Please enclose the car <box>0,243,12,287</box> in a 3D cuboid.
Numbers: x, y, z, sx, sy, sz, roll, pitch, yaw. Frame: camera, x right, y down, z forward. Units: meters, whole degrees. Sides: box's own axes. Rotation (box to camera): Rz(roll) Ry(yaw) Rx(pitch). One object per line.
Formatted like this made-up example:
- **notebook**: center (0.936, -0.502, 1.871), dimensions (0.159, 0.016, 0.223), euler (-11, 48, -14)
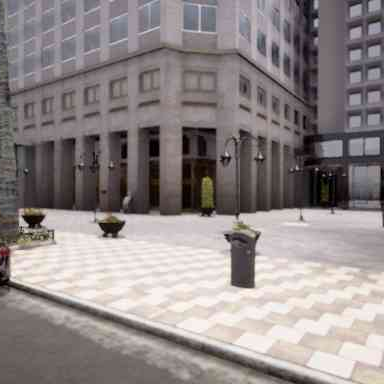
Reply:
- **car**: center (-6.171, 1.466, 7.856), dimensions (4.786, 1.482, 2.161), euler (0, 0, 35)
